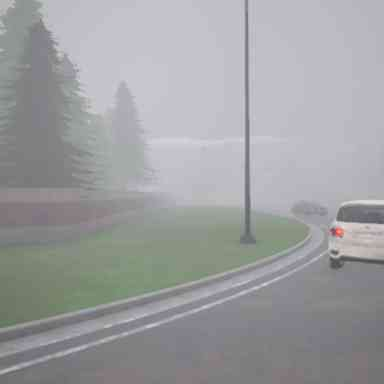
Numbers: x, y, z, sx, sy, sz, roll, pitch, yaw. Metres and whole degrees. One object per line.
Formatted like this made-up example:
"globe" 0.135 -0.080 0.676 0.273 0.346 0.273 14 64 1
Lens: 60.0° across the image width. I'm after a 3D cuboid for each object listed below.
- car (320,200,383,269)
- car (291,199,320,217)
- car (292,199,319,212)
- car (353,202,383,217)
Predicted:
"car" 5.978 1.263 10.803 2.150 2.045 5.566 0 0 33
"car" 11.479 1.699 32.794 2.033 1.411 5.357 0 0 -2
"car" 14.727 1.706 43.490 1.837 1.490 4.892 0 -1 0
"car" 18.343 1.724 33.444 1.895 1.301 4.718 0 0 0
